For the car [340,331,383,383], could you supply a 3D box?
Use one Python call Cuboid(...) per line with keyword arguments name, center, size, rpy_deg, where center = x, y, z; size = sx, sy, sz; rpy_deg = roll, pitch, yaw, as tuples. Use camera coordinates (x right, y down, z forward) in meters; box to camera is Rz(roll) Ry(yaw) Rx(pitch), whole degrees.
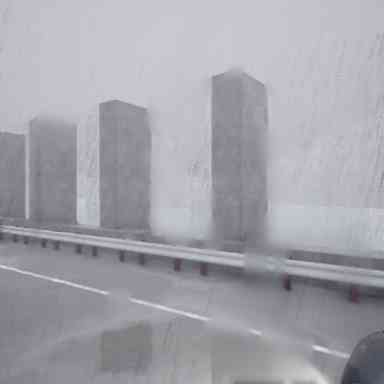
Cuboid(name="car", center=(3.013, 1.553, 1.836), size=(4.181, 1.385, 1.994), rpy_deg=(0, 0, 36))
